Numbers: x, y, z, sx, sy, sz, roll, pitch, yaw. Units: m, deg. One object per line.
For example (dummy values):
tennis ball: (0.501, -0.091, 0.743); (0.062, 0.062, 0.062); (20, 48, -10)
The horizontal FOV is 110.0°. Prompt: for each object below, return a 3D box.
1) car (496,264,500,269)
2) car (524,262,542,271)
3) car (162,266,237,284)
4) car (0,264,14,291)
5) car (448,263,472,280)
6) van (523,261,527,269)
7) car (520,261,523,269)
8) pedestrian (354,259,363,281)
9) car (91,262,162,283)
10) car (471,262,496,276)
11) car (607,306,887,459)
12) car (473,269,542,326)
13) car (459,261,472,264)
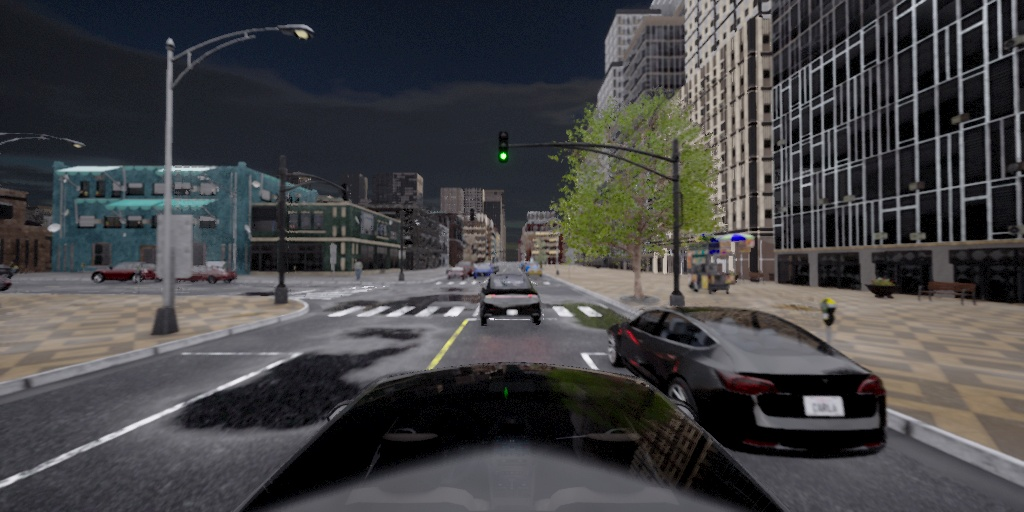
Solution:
car: (-3.031, 1.876, 49.180); (1.994, 1.385, 4.181); (0, -1, 1)
car: (2.733, 1.766, 43.366); (1.751, 1.417, 4.829); (0, 0, 0)
car: (-22.795, 1.382, 26.586); (4.207, 1.307, 1.802); (0, 0, -1)
car: (-28.233, 1.173, 18.136); (4.207, 1.307, 1.802); (0, 0, -1)
car: (-5.653, 1.757, 37.652); (1.802, 1.307, 4.207); (0, 0, 0)
van: (2.739, 1.647, 48.747); (1.690, 1.789, 3.998); (0, 0, 0)
car: (2.750, 1.989, 59.848); (2.007, 1.370, 4.403); (0, 0, 0)
pedestrian: (-12.720, 1.117, 29.678); (0.375, 1.860, 0.375); (0, -2, -1)
car: (-28.343, 1.171, 26.515); (4.097, 1.591, 1.967); (0, 0, -1)
car: (-3.062, 1.672, 39.331); (1.882, 1.535, 5.008); (0, -1, 0)
car: (2.695, 1.357, 5.170); (1.948, 1.339, 4.313); (0, 0, 0)
car: (-0.166, 1.369, 12.382); (2.128, 1.511, 4.902); (0, 0, -4)
car: (-5.647, 1.555, 43.202); (2.192, 1.841, 5.009); (0, 0, 0)
